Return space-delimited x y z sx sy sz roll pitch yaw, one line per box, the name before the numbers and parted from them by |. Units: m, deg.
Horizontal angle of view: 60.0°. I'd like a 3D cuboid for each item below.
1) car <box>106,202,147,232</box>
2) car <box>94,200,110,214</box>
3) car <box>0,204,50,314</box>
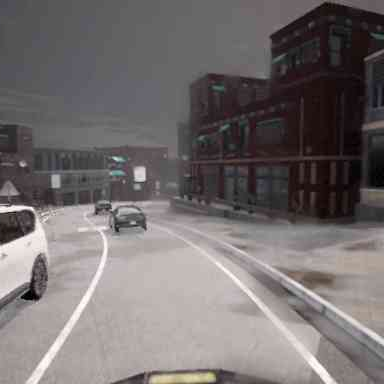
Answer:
car | -4.015 1.549 20.564 1.812 1.442 4.674 -2 0 -19
car | -10.033 1.664 37.872 1.837 1.490 4.892 -2 0 -15
car | -4.096 1.266 5.418 2.150 2.045 5.566 -1 0 -7
